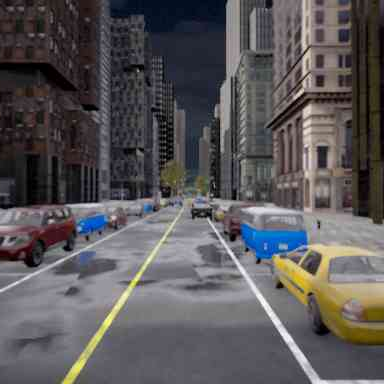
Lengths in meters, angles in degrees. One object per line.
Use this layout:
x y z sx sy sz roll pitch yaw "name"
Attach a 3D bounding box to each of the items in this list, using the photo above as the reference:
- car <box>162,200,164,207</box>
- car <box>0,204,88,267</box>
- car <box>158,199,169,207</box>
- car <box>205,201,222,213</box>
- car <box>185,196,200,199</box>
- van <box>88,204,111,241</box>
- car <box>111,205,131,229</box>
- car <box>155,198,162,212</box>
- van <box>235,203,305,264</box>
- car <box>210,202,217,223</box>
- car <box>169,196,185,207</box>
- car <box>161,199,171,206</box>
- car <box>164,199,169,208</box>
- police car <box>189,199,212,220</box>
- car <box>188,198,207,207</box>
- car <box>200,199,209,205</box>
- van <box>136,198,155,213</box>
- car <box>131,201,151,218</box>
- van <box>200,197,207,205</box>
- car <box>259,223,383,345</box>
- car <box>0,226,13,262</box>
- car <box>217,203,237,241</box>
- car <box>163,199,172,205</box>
-5.734 2.066 50.688 1.887 1.381 4.507 0 -1 0 "car"
-5.752 1.437 12.014 2.192 1.841 5.009 0 -1 0 "car"
-5.726 2.238 67.263 1.887 1.381 4.507 0 -1 0 "car"
2.805 2.015 45.141 2.008 1.369 4.403 0 -1 0 "car"
0.048 2.177 67.957 1.882 1.535 5.008 0 -1 0 "car"
-5.750 1.520 17.540 1.690 1.788 3.998 0 -1 0 "van"
-5.747 1.676 23.063 1.967 1.590 4.097 0 -1 0 "car"
-5.736 1.779 45.165 2.192 1.841 5.009 0 -1 0 "car"
2.778 1.463 11.996 1.690 1.788 3.998 0 -1 0 "van"
2.791 1.820 28.737 1.752 1.417 4.829 0 -1 0 "car"
-2.969 1.890 64.983 2.150 2.045 5.566 0 0 1 "car"
-5.724 2.295 72.788 1.887 1.381 4.507 0 -1 0 "car"
-5.729 2.159 61.568 1.752 1.417 4.829 0 -1 0 "car"
0.923 1.750 31.717 1.930 1.638 5.238 0 -1 0 "police car"
0.823 1.907 41.630 1.882 1.535 5.008 0 -1 2 "car"
2.834 2.353 78.289 1.887 1.381 4.507 0 -1 0 "car"
-5.739 1.748 39.640 1.690 1.788 3.998 0 -1 0 "van"
-5.742 1.900 34.112 2.008 1.369 4.403 0 -1 0 "car"
2.839 2.208 83.816 1.690 1.788 3.998 0 -1 0 "van"
2.772 1.593 6.640 1.752 1.417 4.829 0 -1 0 "car"
-5.756 1.617 6.487 2.008 1.369 4.403 0 -1 0 "car"
2.782 1.493 17.521 2.192 1.841 5.009 0 -1 0 "car"
-5.721 2.353 78.313 1.887 1.381 4.507 0 -1 0 "car"
